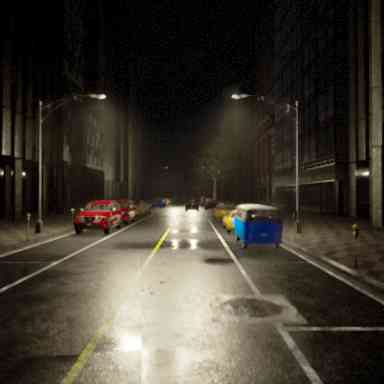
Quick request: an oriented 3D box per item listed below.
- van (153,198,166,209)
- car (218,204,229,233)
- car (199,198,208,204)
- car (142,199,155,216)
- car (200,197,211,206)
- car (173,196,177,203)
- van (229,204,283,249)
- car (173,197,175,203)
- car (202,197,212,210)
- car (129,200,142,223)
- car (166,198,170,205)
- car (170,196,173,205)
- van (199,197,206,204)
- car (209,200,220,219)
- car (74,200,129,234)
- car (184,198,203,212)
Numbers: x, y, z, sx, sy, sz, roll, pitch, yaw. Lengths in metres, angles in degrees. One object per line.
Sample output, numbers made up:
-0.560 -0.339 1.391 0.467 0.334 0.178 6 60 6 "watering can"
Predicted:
-5.658 1.810 54.594 1.690 1.788 3.998 0 0 0 "van"
2.863 1.717 20.909 1.752 1.417 4.829 0 0 0 "car"
2.870 2.193 82.773 1.967 1.590 4.097 0 -1 0 "car"
-5.662 1.850 37.469 1.752 1.417 4.829 0 0 1 "car"
2.869 1.951 71.495 2.192 1.841 5.009 0 -1 0 "car"
-5.654 2.392 88.424 1.802 1.307 4.206 0 -1 0 "car"
2.861 1.484 15.099 1.690 1.788 3.998 0 0 0 "van"
-5.656 2.238 77.147 1.887 1.381 4.507 0 -1 0 "car"
2.866 1.859 48.938 1.967 1.590 4.097 0 -1 0 "car"
-5.663 1.552 26.403 2.192 1.841 5.009 0 0 0 "car"
-5.658 2.087 60.230 1.947 1.339 4.313 0 -1 0 "car"
-5.657 2.075 71.509 1.967 1.590 4.097 0 -1 0 "car"
2.871 2.152 88.413 1.690 1.788 3.998 0 -1 0 "van"
2.871 1.808 32.222 1.752 1.417 4.829 0 0 1 "car"
-5.663 1.505 20.763 2.192 1.841 5.009 0 0 0 "car"
0.007 1.876 44.948 2.128 1.511 4.902 0 0 0 "car"
